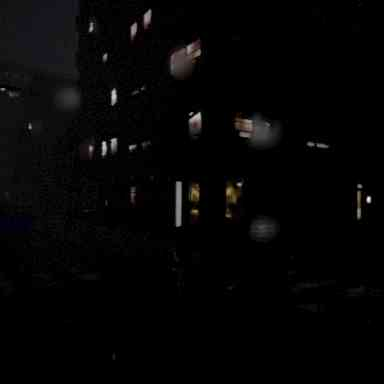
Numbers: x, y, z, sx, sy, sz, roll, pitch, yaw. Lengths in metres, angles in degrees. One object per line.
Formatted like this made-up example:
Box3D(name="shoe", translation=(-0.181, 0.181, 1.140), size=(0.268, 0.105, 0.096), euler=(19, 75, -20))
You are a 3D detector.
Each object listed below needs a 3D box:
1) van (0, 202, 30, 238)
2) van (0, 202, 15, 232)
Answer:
Box3D(name="van", translation=(-9.951, 1.542, 17.992), size=(1.690, 1.788, 3.998), euler=(-1, 0, -36))
Box3D(name="van", translation=(-13.207, 1.605, 22.472), size=(1.690, 1.788, 3.998), euler=(-1, 0, -36))
